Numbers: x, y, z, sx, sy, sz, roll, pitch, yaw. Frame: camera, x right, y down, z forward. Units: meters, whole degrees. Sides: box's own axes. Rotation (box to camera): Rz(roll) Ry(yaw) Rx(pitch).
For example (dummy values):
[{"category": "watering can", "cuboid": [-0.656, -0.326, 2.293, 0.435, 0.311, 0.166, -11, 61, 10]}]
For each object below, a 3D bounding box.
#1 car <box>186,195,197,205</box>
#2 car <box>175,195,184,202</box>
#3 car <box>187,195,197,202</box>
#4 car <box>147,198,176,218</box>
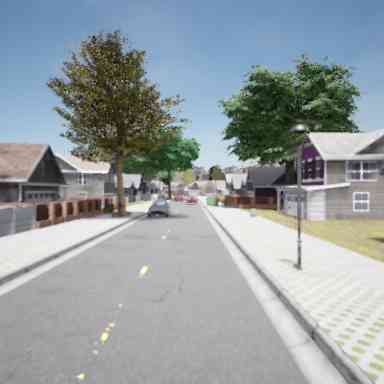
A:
[{"category": "car", "cuboid": [-0.029, 1.466, 59.574, 1.895, 1.301, 4.718, 0, 0, 0]}, {"category": "car", "cuboid": [-2.787, 1.391, 71.605, 1.882, 1.535, 5.008, 0, 0, 0]}, {"category": "car", "cuboid": [-0.039, 1.362, 76.077, 2.128, 1.511, 4.902, 0, 0, 0]}, {"category": "car", "cuboid": [-2.865, 1.538, 30.145, 2.033, 1.411, 5.357, 0, 0, 0]}]
